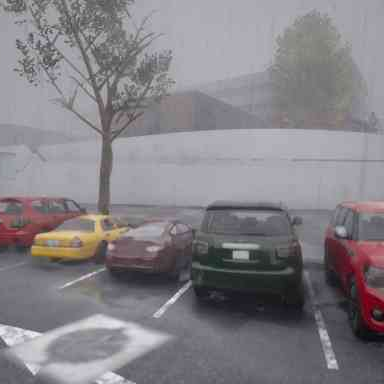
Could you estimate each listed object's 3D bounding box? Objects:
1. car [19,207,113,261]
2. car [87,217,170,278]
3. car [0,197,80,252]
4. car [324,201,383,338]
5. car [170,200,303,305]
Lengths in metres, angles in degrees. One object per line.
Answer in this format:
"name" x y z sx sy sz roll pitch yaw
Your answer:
"car" -3.321 1.477 12.005 1.946 1.575 5.366 0 -1 15
"car" -0.914 1.520 10.095 2.002 1.452 4.674 0 -1 15
"car" -5.821 1.226 13.578 2.435 2.045 5.566 0 -1 15
"car" 4.004 1.232 6.601 2.435 2.045 5.566 1 -1 15
"car" 1.555 1.231 8.397 2.435 2.045 5.566 0 -1 15
